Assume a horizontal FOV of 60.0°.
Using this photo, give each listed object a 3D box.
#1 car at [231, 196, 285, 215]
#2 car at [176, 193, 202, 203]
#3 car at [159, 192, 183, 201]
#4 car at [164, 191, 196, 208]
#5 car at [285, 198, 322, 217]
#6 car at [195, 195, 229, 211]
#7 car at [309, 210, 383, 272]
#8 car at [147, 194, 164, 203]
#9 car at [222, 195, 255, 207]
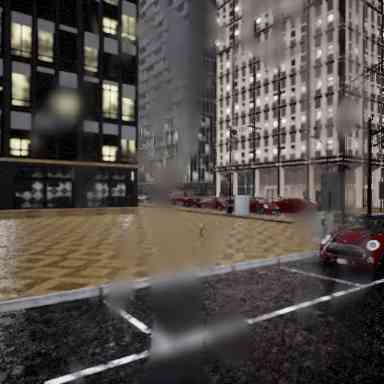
[{"bbox_3d":[5.801,1.184,29.665,1.967,1.590,4.097,2,0,-36],"label":"car"},{"bbox_3d":[-0.516,0.867,52.863,1.752,1.417,4.829,2,0,-36],"label":"car"},{"bbox_3d":[-3.667,0.803,57.257,1.947,1.339,4.313,2,0,-36],"label":"car"},{"bbox_3d":[-0.689,0.844,38.726,2.192,1.841,5.009,2,0,-36],"label":"car"},{"bbox_3d":[9.305,1.278,29.195,1.882,1.535,5.008,0,1,-36],"label":"car"},{"bbox_3d":[2.549,1.218,34.196,1.802,1.307,4.206,2,0,-36],"label":"car"},{"bbox_3d":[5.988,1.498,10.833,4.097,1.590,1.967,0,0,-36],"label":"car"},{"bbox_3d":[-4.732,0.936,48.821,1.895,1.301,4.718,0,1,-35],"label":"car"},{"bbox_3d":[6.077,1.142,43.659,1.802,1.307,4.206,2,0,-36],"label":"car"}]
